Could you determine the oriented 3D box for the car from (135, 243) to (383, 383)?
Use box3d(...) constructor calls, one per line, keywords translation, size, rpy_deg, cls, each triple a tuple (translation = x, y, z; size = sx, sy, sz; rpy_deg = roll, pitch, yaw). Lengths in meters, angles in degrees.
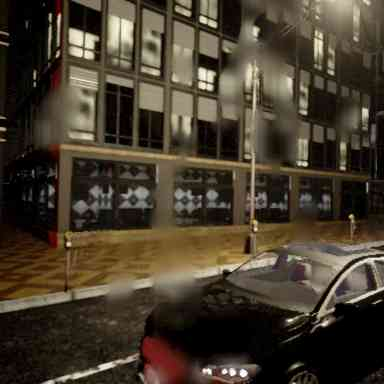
box3d(translation=(1.643, 1.522, 4.552), size=(4.902, 1.511, 2.128), rpy_deg=(1, 0, -36), cls="car")
